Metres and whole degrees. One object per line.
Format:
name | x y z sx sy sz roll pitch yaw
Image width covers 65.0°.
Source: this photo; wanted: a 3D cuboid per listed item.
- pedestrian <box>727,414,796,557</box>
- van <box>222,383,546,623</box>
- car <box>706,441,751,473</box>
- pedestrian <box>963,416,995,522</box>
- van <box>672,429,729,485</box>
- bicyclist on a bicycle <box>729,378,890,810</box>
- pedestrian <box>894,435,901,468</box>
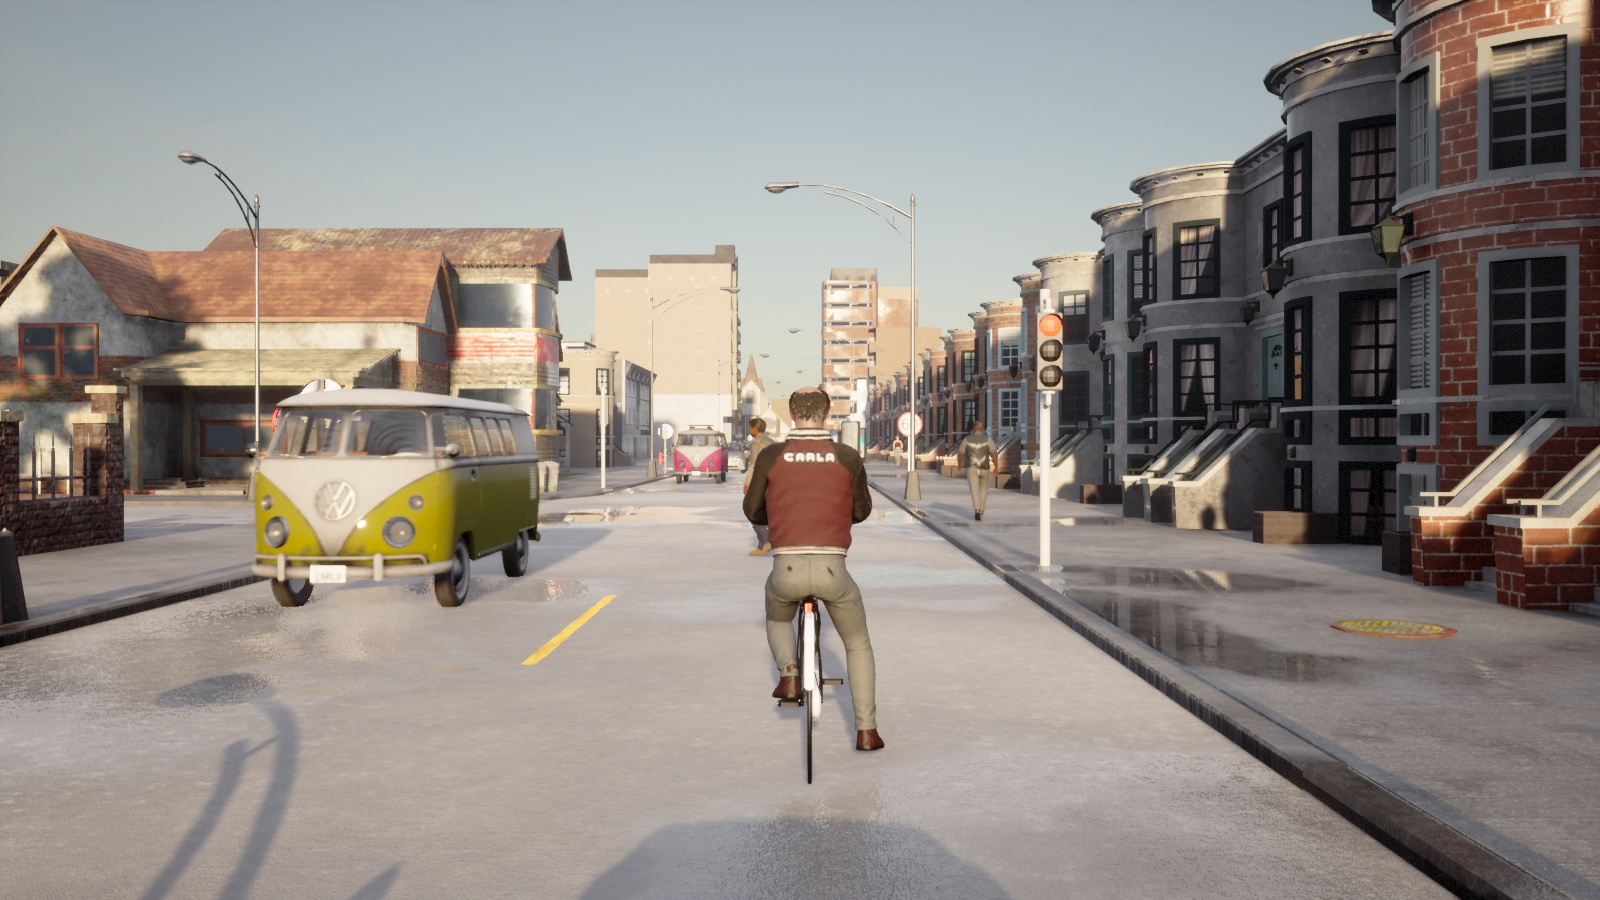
pedestrian | -0.499 0.447 16.288 0.869 1.805 0.328 0 0 34
van | -3.897 0.425 12.620 1.775 1.987 4.442 0 0 0
car | -3.579 0.332 63.494 2.007 1.525 4.514 0 0 0
pedestrian | 3.252 0.330 22.821 0.563 1.883 0.849 0 0 8
van | -3.688 0.230 47.166 1.775 1.987 4.442 0 0 1
bicyclist on a bicycle | 0.045 0.583 6.081 0.659 1.776 1.843 0 1 0
pedestrian | 5.470 0.063 70.408 0.345 1.836 0.594 0 0 12
